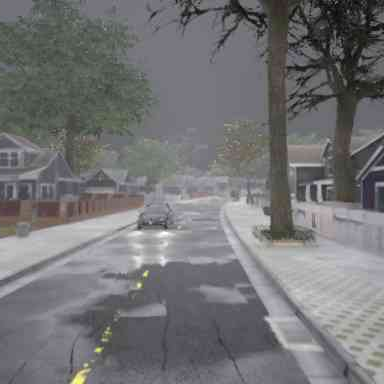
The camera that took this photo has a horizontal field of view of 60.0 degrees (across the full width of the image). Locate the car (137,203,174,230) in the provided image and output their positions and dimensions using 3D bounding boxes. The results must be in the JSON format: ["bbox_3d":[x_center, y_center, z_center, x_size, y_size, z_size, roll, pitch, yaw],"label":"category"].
[{"bbox_3d":[-2.222,1.484,21.183,1.837,1.490,4.892,0,0,3],"label":"car"}]
